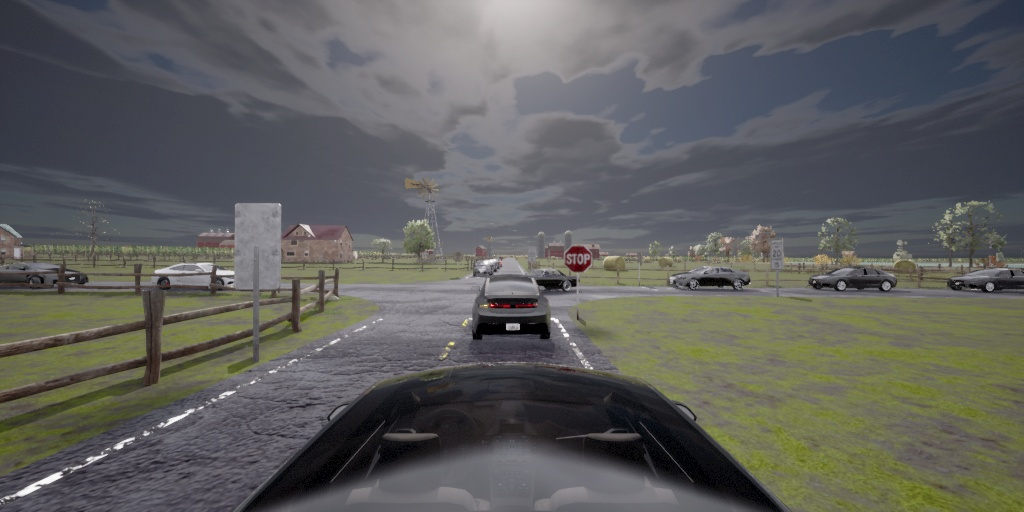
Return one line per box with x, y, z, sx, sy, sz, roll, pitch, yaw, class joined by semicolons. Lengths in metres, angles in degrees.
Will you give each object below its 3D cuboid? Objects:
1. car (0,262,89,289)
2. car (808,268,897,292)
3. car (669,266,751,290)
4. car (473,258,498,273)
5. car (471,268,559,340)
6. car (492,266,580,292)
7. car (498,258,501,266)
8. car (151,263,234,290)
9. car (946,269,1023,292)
-26.370;1.048;19.843;4.181;1.385;1.994;1;-1;-1;car
22.192;1.499;23.473;4.892;1.490;1.837;1;-1;-1;car
12.790;1.397;23.298;4.902;1.511;2.128;1;-1;-2;car
-2.873;1.243;36.704;2.128;1.511;4.902;0;0;0;car
-0.077;1.256;10.018;1.837;1.490;4.892;0;0;-2;car
1.493;1.369;20.065;4.718;1.301;1.895;1;0;-35;car
-2.869;1.241;46.150;2.128;1.511;4.902;0;0;0;car
-17.250;1.104;19.968;4.674;1.442;1.812;1;-1;-1;car
31.694;1.587;23.597;4.892;1.490;1.837;1;-1;-1;car
